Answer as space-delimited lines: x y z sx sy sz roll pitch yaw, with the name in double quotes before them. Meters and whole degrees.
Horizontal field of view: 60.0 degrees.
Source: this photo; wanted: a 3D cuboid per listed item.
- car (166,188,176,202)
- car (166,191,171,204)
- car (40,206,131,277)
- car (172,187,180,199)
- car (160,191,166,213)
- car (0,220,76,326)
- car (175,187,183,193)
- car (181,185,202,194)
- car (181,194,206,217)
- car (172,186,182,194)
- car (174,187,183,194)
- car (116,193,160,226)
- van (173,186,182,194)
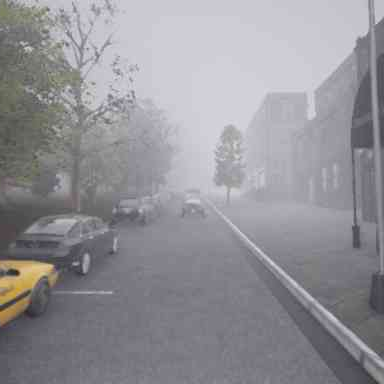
"car" -3.645 0.683 43.838 1.946 1.575 5.366 0 1 2
"car" -3.653 0.956 32.508 2.231 1.521 4.892 0 1 2
"car" -3.634 1.430 10.208 2.231 1.521 4.892 1 1 2
"car" -3.651 0.449 54.822 2.163 1.488 4.792 0 1 2
"car" -3.654 0.960 26.910 2.185 1.767 4.553 0 1 2
"car" -3.631 1.461 4.468 1.946 1.575 5.366 1 0 2
"car" -3.651 -0.545 93.768 2.097 1.535 5.008 0 1 2
"car" 0.101 0.479 41.822 2.150 2.045 5.566 0 2 0
"car" 0.101 1.145 26.324 1.812 1.442 4.674 0 1 0
"car" -3.652 0.005 71.495 2.097 1.535 5.008 0 1 2
"car" -3.644 -0.417 88.390 1.946 1.575 5.366 0 1 2
"car" -3.654 1.088 21.340 2.185 1.767 4.553 0 1 2
"van" -3.648 -0.501 82.748 1.878 1.987 4.442 0 1 2
